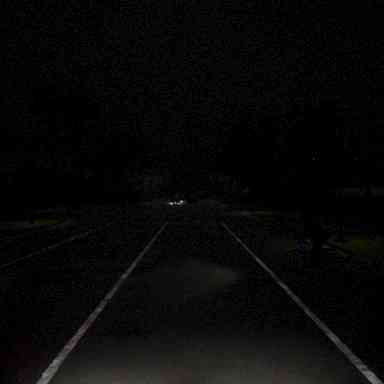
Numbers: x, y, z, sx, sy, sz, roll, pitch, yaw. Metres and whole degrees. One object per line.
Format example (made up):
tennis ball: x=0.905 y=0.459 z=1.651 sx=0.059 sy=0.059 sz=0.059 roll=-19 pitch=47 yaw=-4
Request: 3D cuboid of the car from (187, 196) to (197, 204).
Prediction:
car: x=0.062 y=1.470 z=63.270 sx=1.882 sy=1.535 sz=5.008 roll=0 pitch=0 yaw=0

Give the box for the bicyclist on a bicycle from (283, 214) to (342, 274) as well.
bicyclist on a bicycle: x=3.297 y=1.433 z=9.128 sx=1.656 sy=1.620 sz=0.582 roll=-1 pitch=0 yaw=0

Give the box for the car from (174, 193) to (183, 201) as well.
car: x=-3.553 y=1.215 z=86.746 sx=2.150 sy=2.045 sz=5.566 roll=0 pitch=0 yaw=0

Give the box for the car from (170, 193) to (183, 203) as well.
car: x=-3.543 y=1.470 z=71.106 sx=1.882 sy=1.535 sz=5.008 roll=0 pitch=0 yaw=0
